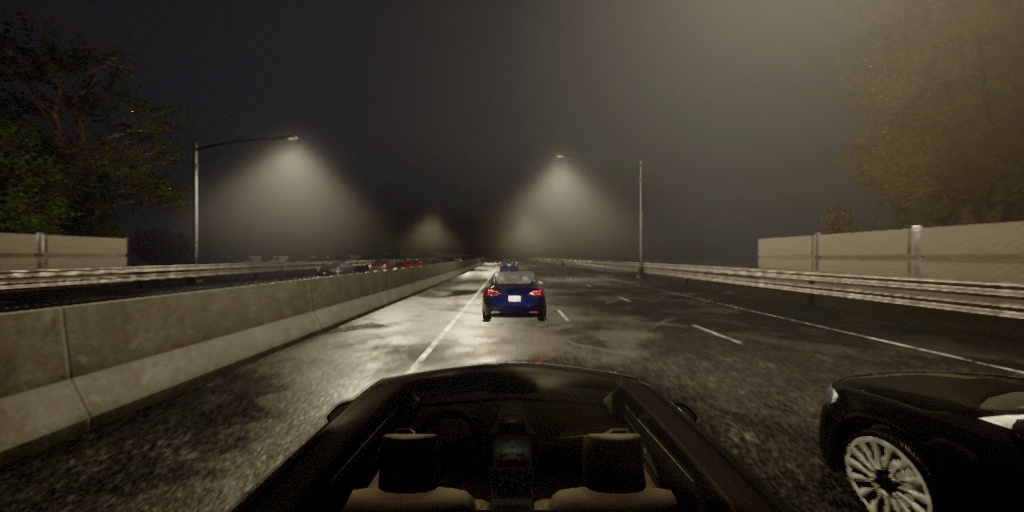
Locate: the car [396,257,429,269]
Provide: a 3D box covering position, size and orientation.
[{"bbox_3d":[-11.029,1.214,40.236,1.882,1.535,5.008,0,0,-1],"label":"car"}]

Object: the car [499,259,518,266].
[{"bbox_3d":[-0.378,1.085,42.059,2.097,1.767,4.553,0,0,-1],"label":"car"}]

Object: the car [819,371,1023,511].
[{"bbox_3d":[3.593,1.241,1.115,2.128,1.511,4.902,0,0,0],"label":"car"}]

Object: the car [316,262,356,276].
[{"bbox_3d":[-17.963,1.288,36.909,2.033,1.411,5.357,0,0,-1],"label":"car"}]

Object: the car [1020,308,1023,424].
[{"bbox_3d":[7.092,1.312,2.209,1.994,1.385,4.181,0,0,0],"label":"car"}]

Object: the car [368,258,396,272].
[{"bbox_3d":[-14.535,1.088,40.474,2.097,1.767,4.553,0,0,-1],"label":"car"}]

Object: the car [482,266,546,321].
[{"bbox_3d":[0.056,1.252,12.497,2.163,1.488,4.792,0,0,0],"label":"car"}]
